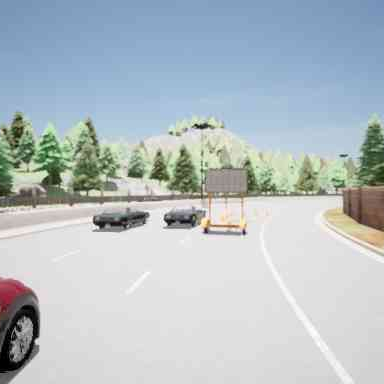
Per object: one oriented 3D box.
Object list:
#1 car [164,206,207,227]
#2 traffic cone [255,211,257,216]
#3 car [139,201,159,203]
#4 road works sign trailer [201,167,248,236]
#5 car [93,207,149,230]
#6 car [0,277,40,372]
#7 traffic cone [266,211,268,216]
[{"bbox_3d":[-0.311,1.580,22.623,1.895,1.301,4.718,0,0,15],"label":"car"},{"bbox_3d":[5.918,1.931,30.765,0.340,0.580,0.340,0,0,16],"label":"traffic cone"},{"bbox_3d":[-6.897,1.549,53.019,1.895,1.301,4.718,0,0,30],"label":"car"},{"bbox_3d":[1.916,0.449,18.385,2.380,3.560,2.880,0,0,16],"label":"road works sign trailer"},{"bbox_3d":[-4.292,1.579,21.050,1.895,1.301,4.718,0,0,13],"label":"car"},{"bbox_3d":[-3.212,1.349,2.830,2.097,1.767,4.553,0,0,1],"label":"car"},{"bbox_3d":[6.880,1.931,30.495,0.340,0.580,0.340,0,0,16],"label":"traffic cone"}]
